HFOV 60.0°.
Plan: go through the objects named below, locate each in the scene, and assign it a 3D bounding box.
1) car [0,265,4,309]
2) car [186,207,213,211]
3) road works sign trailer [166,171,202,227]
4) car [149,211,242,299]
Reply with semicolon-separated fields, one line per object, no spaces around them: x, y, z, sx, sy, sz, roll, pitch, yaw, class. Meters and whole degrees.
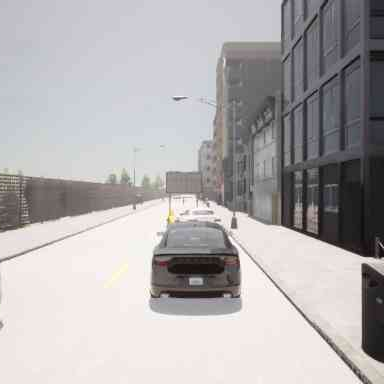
-4.010;1.477;3.367;1.882;1.535;5.008;0;0;0;car
0.365;1.541;17.893;1.812;1.442;4.674;0;-1;-8;car
-0.568;0.464;21.383;2.380;3.560;2.880;0;0;-17;road works sign trailer
0.072;1.478;8.540;1.882;1.535;5.008;0;0;0;car
